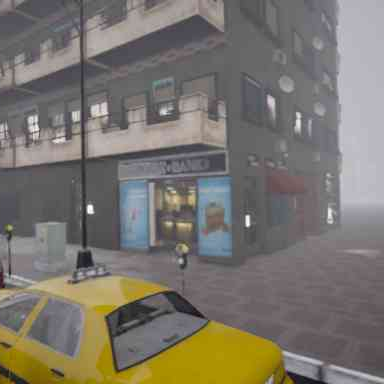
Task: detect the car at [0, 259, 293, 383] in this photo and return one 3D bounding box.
[{"bbox_3d":[-1.370,1.539,3.869,4.829,1.417,1.752,0,-1,36],"label":"car"}]
